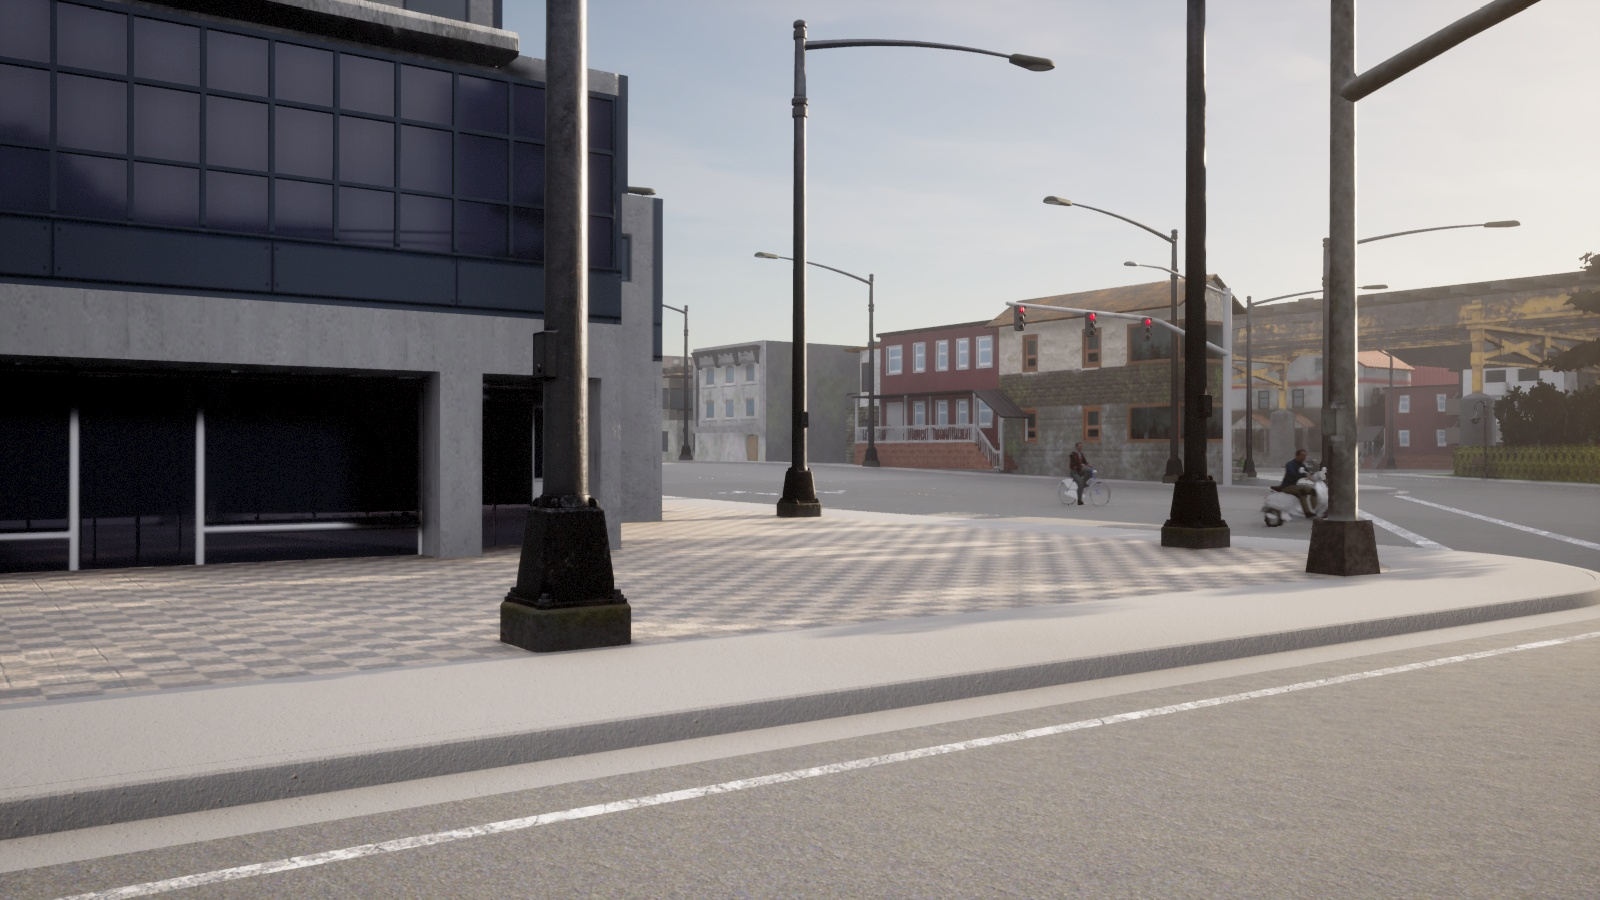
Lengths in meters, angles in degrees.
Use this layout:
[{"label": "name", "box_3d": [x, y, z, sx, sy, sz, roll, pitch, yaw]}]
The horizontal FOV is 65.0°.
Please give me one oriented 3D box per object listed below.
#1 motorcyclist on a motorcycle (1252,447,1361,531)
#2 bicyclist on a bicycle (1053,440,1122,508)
[{"label": "motorcyclist on a motorcycle", "box_3d": [9.970, 0.735, 24.772, 0.866, 1.590, 1.817, 0, 0, -35]}, {"label": "bicyclist on a bicycle", "box_3d": [7.755, 0.633, 33.974, 0.659, 1.776, 1.843, 0, 0, -35]}]
